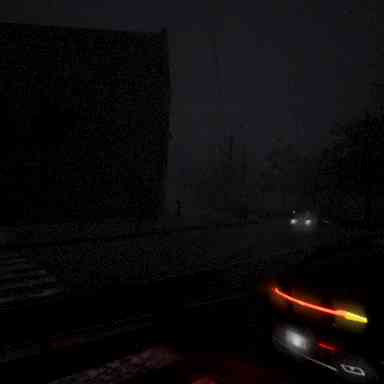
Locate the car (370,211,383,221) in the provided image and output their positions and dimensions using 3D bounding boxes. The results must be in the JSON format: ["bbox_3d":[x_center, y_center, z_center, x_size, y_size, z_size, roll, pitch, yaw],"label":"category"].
[{"bbox_3d":[29.112,3.697,50.695,5.008,1.535,1.882,3,-3,-3],"label":"car"}]

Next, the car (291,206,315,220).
[{"bbox_3d":[13.297,2.399,39.625,2.097,1.767,4.553,2,-2,28],"label":"car"}]

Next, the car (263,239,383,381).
[{"bbox_3d":[3.333,1.514,5.194,4.892,1.490,1.837,0,0,-30],"label":"car"}]
